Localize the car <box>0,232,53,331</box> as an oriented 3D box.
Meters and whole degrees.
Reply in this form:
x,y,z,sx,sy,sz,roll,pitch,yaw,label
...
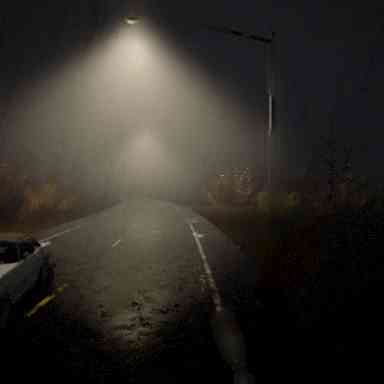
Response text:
x,y,z,sx,sy,sz,roll,pitch,yaw,label
-4.211,1.569,6.654,1.895,1.301,4.718,0,0,-12,car
